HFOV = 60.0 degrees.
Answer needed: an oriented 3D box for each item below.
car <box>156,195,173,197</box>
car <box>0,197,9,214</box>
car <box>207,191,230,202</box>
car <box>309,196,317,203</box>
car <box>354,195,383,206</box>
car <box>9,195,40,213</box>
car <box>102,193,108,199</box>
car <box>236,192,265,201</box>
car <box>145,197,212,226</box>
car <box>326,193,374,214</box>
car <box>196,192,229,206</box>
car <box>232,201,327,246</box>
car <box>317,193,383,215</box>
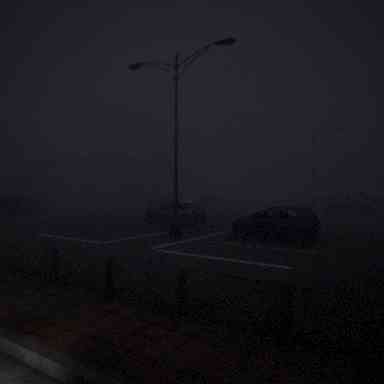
[{"bbox_3d":[-3.467,1.128,36.782,3.633,1.501,1.845,0,0,34],"label":"car"},{"bbox_3d":[-18.147,1.109,28.591,4.514,1.523,2.007,0,0,34],"label":"car"},{"bbox_3d":[4.974,0.810,62.113,3.866,1.878,1.905,0,0,34],"label":"car"},{"bbox_3d":[21.853,1.153,55.182,4.514,1.523,2.007,0,0,34],"label":"car"},{"bbox_3d":[25.664,1.140,48.212,3.806,1.475,1.970,0,0,34],"label":"car"},{"bbox_3d":[-16.441,1.097,31.224,5.027,1.636,2.152,0,0,34],"label":"car"},{"bbox_3d":[-22.951,0.974,81.521,2.242,1.667,4.611,0,0,34],"label":"car"},{"bbox_3d":[9.674,0.889,54.999,4.605,1.855,1.932,0,0,34],"label":"car"},{"bbox_3d":[-1.027,1.282,20.698,3.806,1.475,1.970,0,0,34],"label":"car"},{"bbox_3d":[15.224,1.006,32.081,3.866,1.878,1.905,0,0,34],"label":"car"},{"bbox_3d":[2.138,1.097,45.054,4.514,1.523,2.007,0,0,34],"label":"car"},{"bbox_3d":[3.472,1.326,14.088,3.633,1.501,1.845,0,0,34],"label":"car"},{"bbox_3d":[13.947,1.032,29.439,4.605,1.855,1.932,0,0,34],"label":"car"}]
